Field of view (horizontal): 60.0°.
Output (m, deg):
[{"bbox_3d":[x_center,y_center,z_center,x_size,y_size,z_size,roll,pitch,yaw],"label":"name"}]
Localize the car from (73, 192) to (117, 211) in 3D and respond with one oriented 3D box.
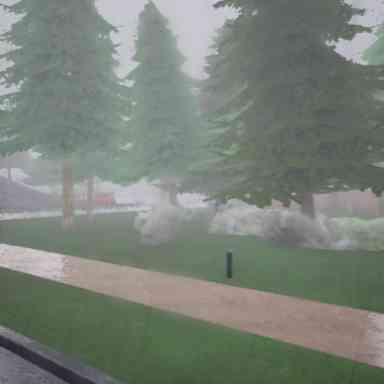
[{"bbox_3d":[-10.963,0.989,36.970,2.150,2.045,5.566,0,0,35],"label":"car"}]
